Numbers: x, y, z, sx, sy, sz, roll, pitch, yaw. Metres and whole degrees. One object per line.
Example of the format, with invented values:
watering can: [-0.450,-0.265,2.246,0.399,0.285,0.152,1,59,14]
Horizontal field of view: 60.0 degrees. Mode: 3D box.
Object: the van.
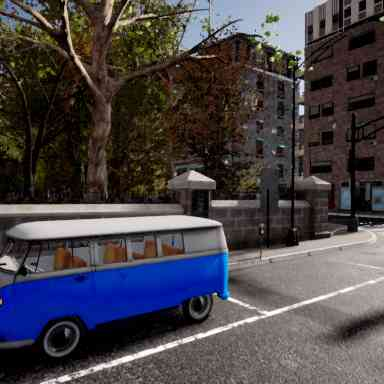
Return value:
van: [-1.220,1.342,5.631,3.998,1.788,1.690,0,1,-36]
